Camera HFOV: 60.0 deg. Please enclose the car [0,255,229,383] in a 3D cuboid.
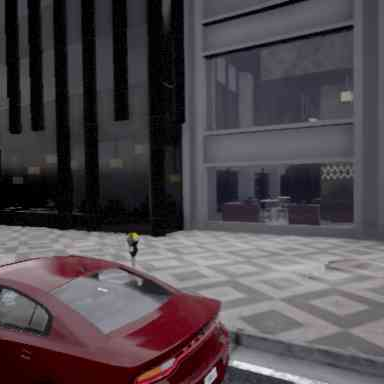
[{"bbox_3d":[-1.819,1.458,3.900,4.507,1.381,1.887,0,2,28],"label":"car"}]
